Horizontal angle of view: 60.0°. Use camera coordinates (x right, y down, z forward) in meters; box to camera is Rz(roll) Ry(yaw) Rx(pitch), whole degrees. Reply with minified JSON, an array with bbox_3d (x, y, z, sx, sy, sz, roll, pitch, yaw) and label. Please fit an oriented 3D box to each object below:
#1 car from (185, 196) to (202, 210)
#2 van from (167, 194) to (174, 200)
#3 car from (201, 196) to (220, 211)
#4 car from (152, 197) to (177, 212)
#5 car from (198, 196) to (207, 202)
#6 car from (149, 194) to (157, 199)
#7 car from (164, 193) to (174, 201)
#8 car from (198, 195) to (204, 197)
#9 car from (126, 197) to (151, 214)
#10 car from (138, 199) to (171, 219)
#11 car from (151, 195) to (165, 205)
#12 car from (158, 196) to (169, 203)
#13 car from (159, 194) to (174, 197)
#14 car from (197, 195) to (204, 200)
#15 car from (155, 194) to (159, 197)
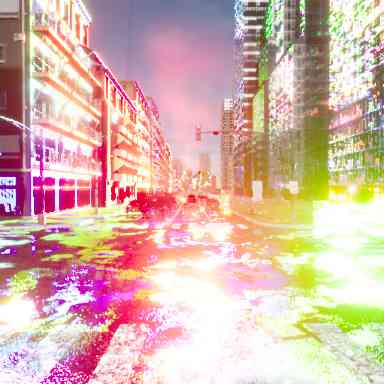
[{"bbox_3d":[-0.039,1.543,42.942,2.033,1.411,5.357,0,0,0],"label":"car"},{"bbox_3d":[-6.001,1.350,91.816,1.690,1.788,3.998,-1,0,0],"label":"van"},{"bbox_3d":[2.513,1.540,41.062,1.887,1.381,4.507,-1,0,0],"label":"car"},{"bbox_3d":[-3.215,1.559,39.041,1.994,1.385,4.181,0,0,0],"label":"car"},{"bbox_3d":[2.404,1.547,74.955,1.887,1.381,4.507,-1,0,0],"label":"car"},{"bbox_3d":[-5.835,1.436,40.977,1.967,1.590,4.097,-1,0,0],"label":"car"},{"bbox_3d":[-5.984,1.321,86.169,2.192,1.841,5.009,-1,0,0],"label":"car"},{"bbox_3d":[2.440,1.551,63.657,2.008,1.369,4.403,-1,0,0],"label":"car"},{"bbox_3d":[-5.815,1.540,35.328,1.887,1.381,4.507,-1,0,0],"label":"car"},{"bbox_3d":[-3.193,1.560,29.115,1.994,1.385,4.181,0,0,0],"label":"car"},{"bbox_3d":[-5.890,1.438,57.923,1.967,1.590,4.097,-1,0,0],"label":"car"},{"bbox_3d":[-5.925,1.583,69.222,1.802,1.307,4.206,-1,0,0],"label":"car"},{"bbox_3d":[-3.247,1.488,49.163,2.128,1.511,4.902,0,0,0],"label":"car"},{"bbox_3d":[2.347,1.534,92.073,1.752,1.417,4.829,-1,0,0],"label":"car"},{"bbox_3d":[-5.873,1.312,52.275,2.192,1.841,5.009,-1,0,0],"label":"car"}]
